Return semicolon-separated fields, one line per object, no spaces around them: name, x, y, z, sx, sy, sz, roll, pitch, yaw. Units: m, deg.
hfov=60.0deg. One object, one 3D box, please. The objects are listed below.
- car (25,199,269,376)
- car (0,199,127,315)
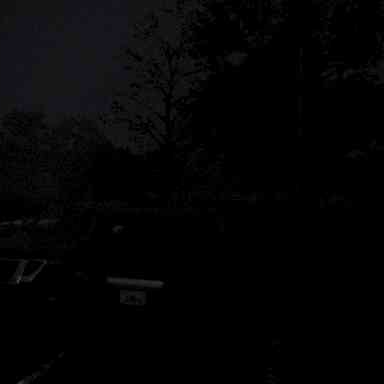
car;0.104;1.220;6.021;2.435;2.045;5.566;0;-1;15
car;-2.312;1.210;7.676;2.435;2.045;5.566;1;0;15
